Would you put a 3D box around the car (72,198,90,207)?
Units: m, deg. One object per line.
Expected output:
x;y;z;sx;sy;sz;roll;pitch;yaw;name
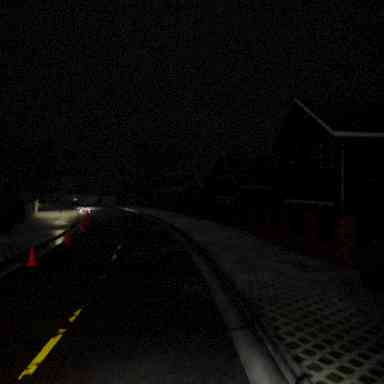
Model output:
-17.614;1.634;52.796;2.128;1.511;4.902;0;0;-33;car

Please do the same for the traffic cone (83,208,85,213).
-10.802;2.121;34.329;0.340;0.580;0.340;0;0;-20;traffic cone

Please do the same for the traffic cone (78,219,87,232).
-6.726;2.105;20.269;0.340;0.580;0.340;0;0;-12;traffic cone

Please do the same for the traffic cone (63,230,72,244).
-5.810;2.084;15.472;0.340;0.580;0.340;0;0;-9;traffic cone

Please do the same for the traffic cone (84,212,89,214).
-9.225;2.123;29.707;0.340;0.580;0.340;0;0;-17;traffic cone

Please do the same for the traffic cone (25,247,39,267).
-5.120;2.054;10.637;0.340;0.580;0.340;0;0;-7;traffic cone

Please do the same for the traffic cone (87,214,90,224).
-7.865;2.118;25.017;0.340;0.580;0.340;0;0;-15;traffic cone
